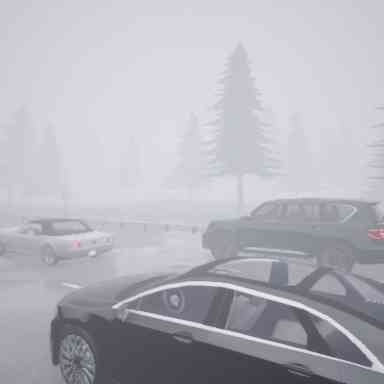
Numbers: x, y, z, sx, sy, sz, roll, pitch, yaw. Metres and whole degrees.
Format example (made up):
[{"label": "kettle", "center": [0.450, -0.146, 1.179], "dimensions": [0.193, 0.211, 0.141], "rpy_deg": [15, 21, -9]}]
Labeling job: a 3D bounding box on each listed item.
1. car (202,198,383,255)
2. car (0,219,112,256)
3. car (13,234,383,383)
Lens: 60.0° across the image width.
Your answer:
[{"label": "car", "center": [3.011, 1.201, 10.308], "dimensions": [5.566, 2.045, 2.150], "rpy_deg": [0, 0, 34]}, {"label": "car", "center": [-4.906, 1.564, 11.332], "dimensions": [4.718, 1.301, 1.895], "rpy_deg": [0, 0, 33]}, {"label": "car", "center": [0.461, 1.483, 3.549], "dimensions": [4.902, 1.511, 2.128], "rpy_deg": [0, 0, 35]}]
